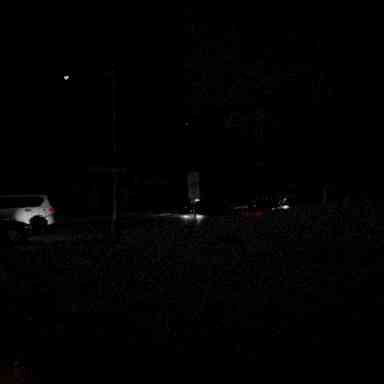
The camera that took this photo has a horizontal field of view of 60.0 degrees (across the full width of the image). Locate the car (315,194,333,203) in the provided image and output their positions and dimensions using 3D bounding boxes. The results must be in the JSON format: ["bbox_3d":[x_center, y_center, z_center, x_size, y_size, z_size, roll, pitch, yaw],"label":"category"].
[{"bbox_3d":[21.285,1.103,53.863,1.812,1.442,4.674,-2,-1,35],"label":"car"}]

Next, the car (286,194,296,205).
[{"bbox_3d":[13.187,1.011,47.385,2.097,1.767,4.553,-2,-1,35],"label":"car"}]

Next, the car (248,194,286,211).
[{"bbox_3d":[7.528,1.112,34.493,2.128,1.511,4.902,-2,-1,35],"label":"car"}]

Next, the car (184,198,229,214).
[{"bbox_3d":[1.439,1.269,31.009,2.033,1.411,5.357,-2,0,35],"label":"car"}]

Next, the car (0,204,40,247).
[{"bbox_3d":[-8.429,1.393,12.013,1.837,1.490,4.892,-1,0,35],"label":"car"}]

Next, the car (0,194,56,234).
[{"bbox_3d":[-9.351,1.142,15.823,2.150,2.045,5.566,-2,-1,36],"label":"car"}]
